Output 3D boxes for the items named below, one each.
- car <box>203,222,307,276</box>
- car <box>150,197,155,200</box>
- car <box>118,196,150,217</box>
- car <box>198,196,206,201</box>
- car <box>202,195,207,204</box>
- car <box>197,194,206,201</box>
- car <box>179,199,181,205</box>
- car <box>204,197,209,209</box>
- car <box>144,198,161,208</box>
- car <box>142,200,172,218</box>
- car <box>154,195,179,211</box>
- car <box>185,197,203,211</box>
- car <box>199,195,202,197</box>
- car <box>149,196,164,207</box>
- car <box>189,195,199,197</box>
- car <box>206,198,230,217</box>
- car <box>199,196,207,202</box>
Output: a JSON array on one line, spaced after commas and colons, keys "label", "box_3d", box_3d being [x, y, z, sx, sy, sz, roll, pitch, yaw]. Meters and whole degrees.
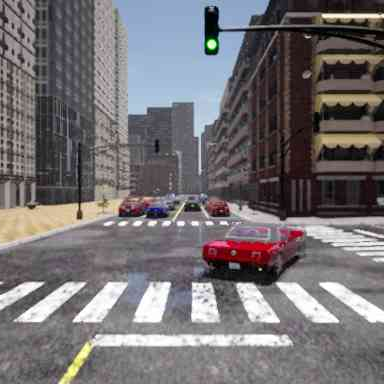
[{"label": "car", "box_3d": [2.221, 1.609, 10.508, 1.895, 1.301, 4.718, -1, 0, 30]}, {"label": "car", "box_3d": [-5.729, 1.609, 43.258, 1.887, 1.381, 4.507, 0, 0, 0]}, {"label": "car", "box_3d": [-5.721, 1.361, 32.203, 2.192, 1.841, 5.009, 0, 0, 0]}, {"label": "car", "box_3d": [2.618, 1.718, 87.485, 2.008, 1.369, 4.403, 0, 0, 0]}, {"label": "car", "box_3d": [2.651, 1.504, 43.264, 1.967, 1.590, 4.097, 0, 0, 0]}, {"label": "car", "box_3d": [2.611, 1.497, 93.014, 2.192, 1.841, 5.009, 0, 0, 0]}, {"label": "car", "box_3d": [-3.065, 1.701, 60.461, 1.895, 1.301, 4.718, 0, 0, 0]}, {"label": "car", "box_3d": [2.656, 1.599, 37.736, 1.887, 1.381, 4.507, 0, 0, 0]}, {"label": "car", "box_3d": [-5.733, 1.641, 48.786, 1.947, 1.339, 4.313, 0, 0, 0]}, {"label": "car", "box_3d": [-3.107, 1.644, 30.552, 1.895, 1.301, 4.718, 0, 0, 0]}, {"label": "car", "box_3d": [-3.116, 1.553, 42.094, 2.128, 1.511, 4.902, 0, 0, 0]}, {"label": "car", "box_3d": [0.069, 1.626, 41.868, 1.994, 1.385, 4.181, 0, 0, 0]}, {"label": "car", "box_3d": [2.638, 1.665, 59.847, 1.947, 1.339, 4.313, 0, 0, 0]}, {"label": "car", "box_3d": [-5.738, 1.527, 54.314, 1.967, 1.590, 4.097, 0, 0, 0]}, {"label": "car", "box_3d": [-0.056, 1.628, 72.091, 1.837, 1.490, 4.892, 0, 0, 0]}, {"label": "car", "box_3d": [2.660, 1.590, 32.209, 1.887, 1.381, 4.507, 0, 0, 0]}, {"label": "car", "box_3d": [2.622, 1.697, 81.957, 1.887, 1.381, 4.507, 0, 0, 0]}]
